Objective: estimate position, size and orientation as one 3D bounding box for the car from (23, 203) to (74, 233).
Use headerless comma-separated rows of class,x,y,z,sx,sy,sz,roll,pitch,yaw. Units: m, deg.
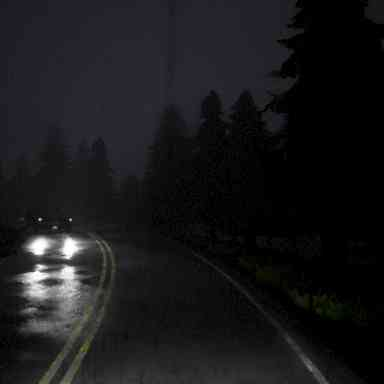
car,-7.979,1.444,18.506,1.895,1.301,4.718,4,-1,-32
